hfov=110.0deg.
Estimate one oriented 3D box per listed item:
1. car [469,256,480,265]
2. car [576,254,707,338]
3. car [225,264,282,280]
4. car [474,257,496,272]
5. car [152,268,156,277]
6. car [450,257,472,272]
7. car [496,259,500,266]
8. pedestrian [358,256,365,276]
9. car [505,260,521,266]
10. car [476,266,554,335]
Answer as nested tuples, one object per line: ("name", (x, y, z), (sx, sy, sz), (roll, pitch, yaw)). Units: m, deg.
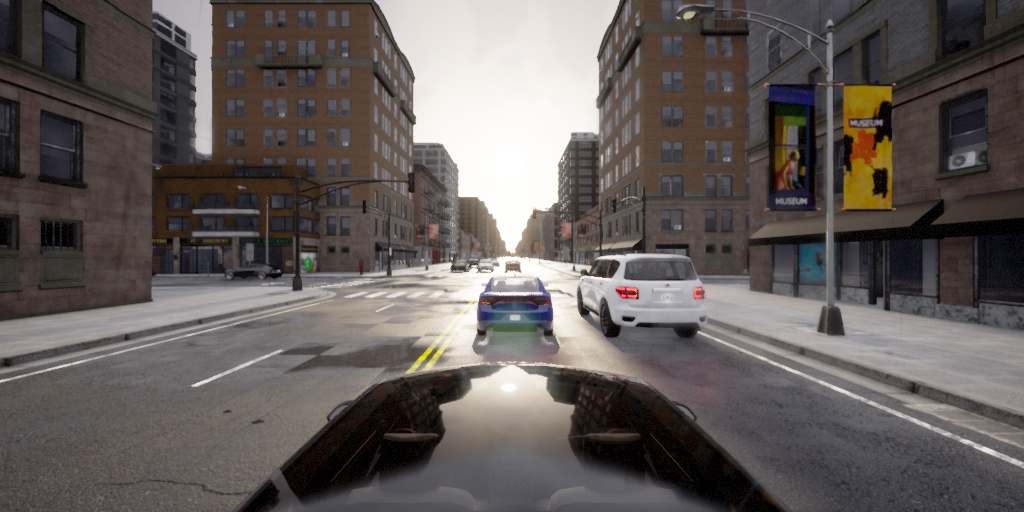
("car", (-6.538, 0.942, 61.954), (2.150, 2.045, 5.566), (0, 0, 0))
("car", (3.336, 0.969, 10.351), (2.150, 2.045, 5.566), (0, 0, 0))
("car", (-22.113, 1.318, 30.783), (4.313, 1.339, 1.948), (0, 0, 0))
("car", (-3.327, 1.256, 45.638), (1.812, 1.442, 4.674), (0, 0, 0))
("car", (-33.135, 1.332, 30.844), (4.207, 1.307, 1.802), (0, 0, 0))
("car", (-6.577, 1.208, 45.516), (1.882, 1.535, 5.008), (0, 0, 0))
("car", (-3.265, 1.242, 64.988), (1.812, 1.442, 4.674), (0, 0, 1))
("pedestrian", (-14.129, 0.907, 33.615), (0.375, 1.860, 0.375), (0, 0, 0))
("car", (0.118, 1.209, 44.111), (1.882, 1.535, 5.008), (0, 0, 0))
("car", (0.085, 1.225, 10.490), (1.882, 1.535, 5.008), (0, 0, 0))
